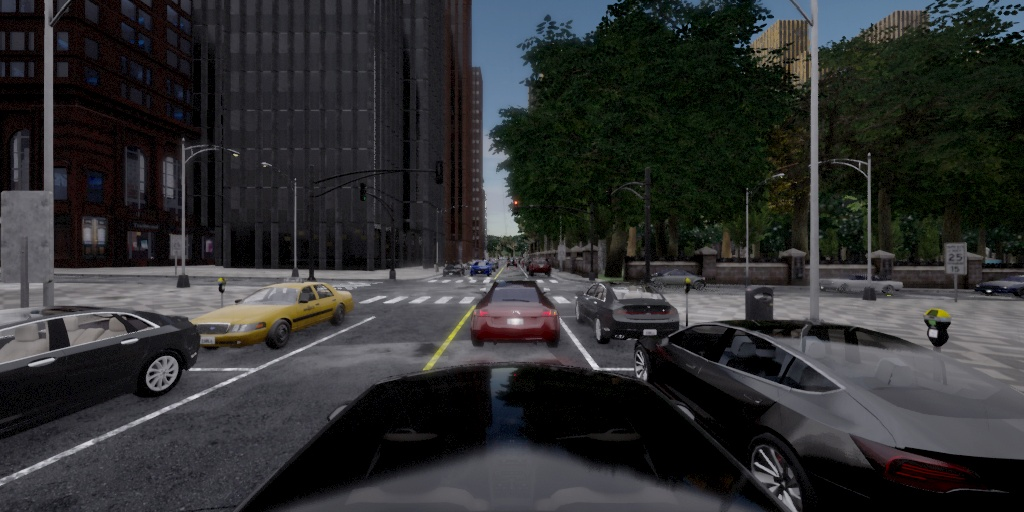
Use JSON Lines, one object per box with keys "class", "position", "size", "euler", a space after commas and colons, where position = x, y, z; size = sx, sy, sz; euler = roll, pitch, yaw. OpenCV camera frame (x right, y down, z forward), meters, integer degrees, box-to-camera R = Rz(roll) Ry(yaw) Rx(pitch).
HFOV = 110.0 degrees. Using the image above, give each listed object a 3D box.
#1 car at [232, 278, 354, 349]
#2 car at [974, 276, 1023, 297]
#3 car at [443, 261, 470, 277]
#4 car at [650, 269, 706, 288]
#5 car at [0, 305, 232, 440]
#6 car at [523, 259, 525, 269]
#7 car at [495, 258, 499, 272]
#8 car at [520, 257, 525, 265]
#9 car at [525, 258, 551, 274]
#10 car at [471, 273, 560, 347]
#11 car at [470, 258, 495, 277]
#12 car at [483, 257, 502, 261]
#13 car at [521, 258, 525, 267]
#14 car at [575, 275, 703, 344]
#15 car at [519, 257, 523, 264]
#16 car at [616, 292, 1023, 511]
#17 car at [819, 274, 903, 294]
{"class": "car", "position": [-5.762, 1.275, 9.182], "size": [1.751, 1.417, 4.829], "euler": [0, 0, 0]}
{"class": "car", "position": [34.943, 2.043, 24.268], "size": [5.357, 1.411, 2.033], "euler": [1, 0, 0]}
{"class": "car", "position": [-5.760, 1.328, 36.017], "size": [1.948, 1.339, 4.313], "euler": [0, 0, 0]}
{"class": "car", "position": [10.696, 1.559, 24.140], "size": [4.181, 1.385, 1.994], "euler": [1, 0, 0]}
{"class": "car", "position": [-5.762, 1.300, 3.840], "size": [2.007, 1.370, 4.403], "euler": [0, 0, 0]}
{"class": "car", "position": [2.766, 1.340, 46.938], "size": [1.948, 1.339, 4.313], "euler": [0, 0, 0]}
{"class": "car", "position": [-3.088, 1.338, 46.597], "size": [1.994, 1.385, 4.181], "euler": [0, 0, 0]}
{"class": "car", "position": [2.767, 1.337, 57.851], "size": [2.007, 1.370, 4.403], "euler": [0, 0, 0]}
{"class": "car", "position": [2.765, 1.077, 36.025], "size": [2.192, 1.841, 5.009], "euler": [0, 0, 0]}
{"class": "car", "position": [0.081, 1.314, 9.356], "size": [1.994, 1.385, 4.181], "euler": [0, 0, 0]}
{"class": "car", "position": [-3.089, 1.240, 36.632], "size": [1.882, 1.535, 5.008], "euler": [0, 0, 0]}
{"class": "car", "position": [-3.080, 1.277, 56.642], "size": [2.128, 1.511, 4.902], "euler": [0, 0, 0]}
{"class": "car", "position": [2.766, 1.331, 52.394], "size": [2.007, 1.370, 4.403], "euler": [0, 0, 0]}
{"class": "car", "position": [2.763, 1.301, 9.361], "size": [2.007, 1.370, 4.403], "euler": [0, 0, 0]}
{"class": "car", "position": [2.767, 1.233, 63.307], "size": [1.967, 1.591, 4.097], "euler": [0, 0, 0]}
{"class": "car", "position": [2.763, 1.316, 3.848], "size": [1.948, 1.339, 4.313], "euler": [0, 0, 0]}
{"class": "car", "position": [23.118, 1.849, 24.210], "size": [4.718, 1.301, 1.895], "euler": [1, 0, 0]}
